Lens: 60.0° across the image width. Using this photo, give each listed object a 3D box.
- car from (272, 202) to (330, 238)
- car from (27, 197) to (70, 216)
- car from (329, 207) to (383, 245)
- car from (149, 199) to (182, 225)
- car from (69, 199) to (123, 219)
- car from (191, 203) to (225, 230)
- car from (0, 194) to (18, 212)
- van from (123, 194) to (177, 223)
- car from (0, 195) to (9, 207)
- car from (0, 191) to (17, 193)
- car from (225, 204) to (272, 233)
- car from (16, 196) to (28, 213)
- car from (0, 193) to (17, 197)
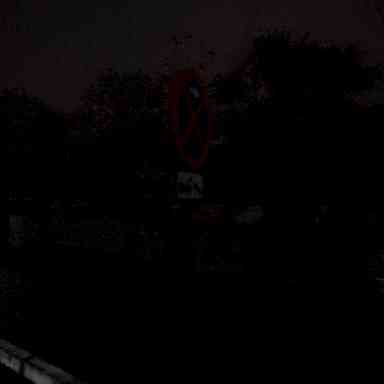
[{"bbox_3d":[6.400,1.398,18.174,2.185,1.767,4.553,1,0,35],"label":"car"},{"bbox_3d":[-11.879,1.298,30.784,1.946,1.575,5.366,1,0,35],"label":"car"},{"bbox_3d":[8.653,1.552,16.555,2.097,1.535,5.008,1,0,35],"label":"car"},{"bbox_3d":[-0.430,1.479,22.942,2.002,1.452,4.674,1,0,35],"label":"car"},{"bbox_3d":[-7.251,1.386,27.715,2.163,1.488,4.792,1,0,35],"label":"car"},{"bbox_3d":[1.840,1.467,21.341,2.097,1.535,5.008,1,0,35],"label":"car"},{"bbox_3d":[-16.306,1.248,34.137,2.231,1.521,4.892,1,0,35],"label":"car"},{"bbox_3d":[-2.627,1.186,24.637,1.878,1.987,4.442,1,0,35],"label":"van"},{"bbox_3d":[-25.389,1.138,40.520,2.231,1.521,4.892,1,0,35],"label":"car"},{"bbox_3d":[-23.132,0.913,38.903,2.435,2.045,5.566,1,0,35],"label":"car"},{"bbox_3d":[4.110,1.535,19.746,2.002,1.452,4.674,1,0,35],"label":"car"},{"bbox_3d":[-14.025,1.304,32.558,2.163,1.488,4.792,1,0,35],"label":"car"},{"bbox_3d":[-18.576,1.219,35.735,2.097,1.535,5.008,1,0,35],"label":"car"}]
